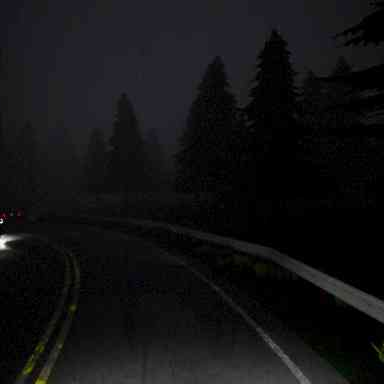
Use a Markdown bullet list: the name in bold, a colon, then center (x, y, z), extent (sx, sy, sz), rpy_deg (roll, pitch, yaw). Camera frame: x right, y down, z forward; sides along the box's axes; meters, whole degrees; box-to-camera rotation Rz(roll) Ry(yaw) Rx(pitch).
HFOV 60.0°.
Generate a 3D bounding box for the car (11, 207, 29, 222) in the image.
- **car**: center (-16.847, 2.110, 31.879), extent (2.033, 1.411, 5.357), rpy_deg (-2, 0, -21)

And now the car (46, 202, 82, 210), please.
- **car**: center (-17.028, 2.005, 44.699), extent (2.033, 1.411, 5.357), rpy_deg (1, 2, 21)

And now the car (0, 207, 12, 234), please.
- **car**: center (-13.502, 1.850, 21.165), extent (2.097, 1.767, 4.553), rpy_deg (-5, 2, -43)
